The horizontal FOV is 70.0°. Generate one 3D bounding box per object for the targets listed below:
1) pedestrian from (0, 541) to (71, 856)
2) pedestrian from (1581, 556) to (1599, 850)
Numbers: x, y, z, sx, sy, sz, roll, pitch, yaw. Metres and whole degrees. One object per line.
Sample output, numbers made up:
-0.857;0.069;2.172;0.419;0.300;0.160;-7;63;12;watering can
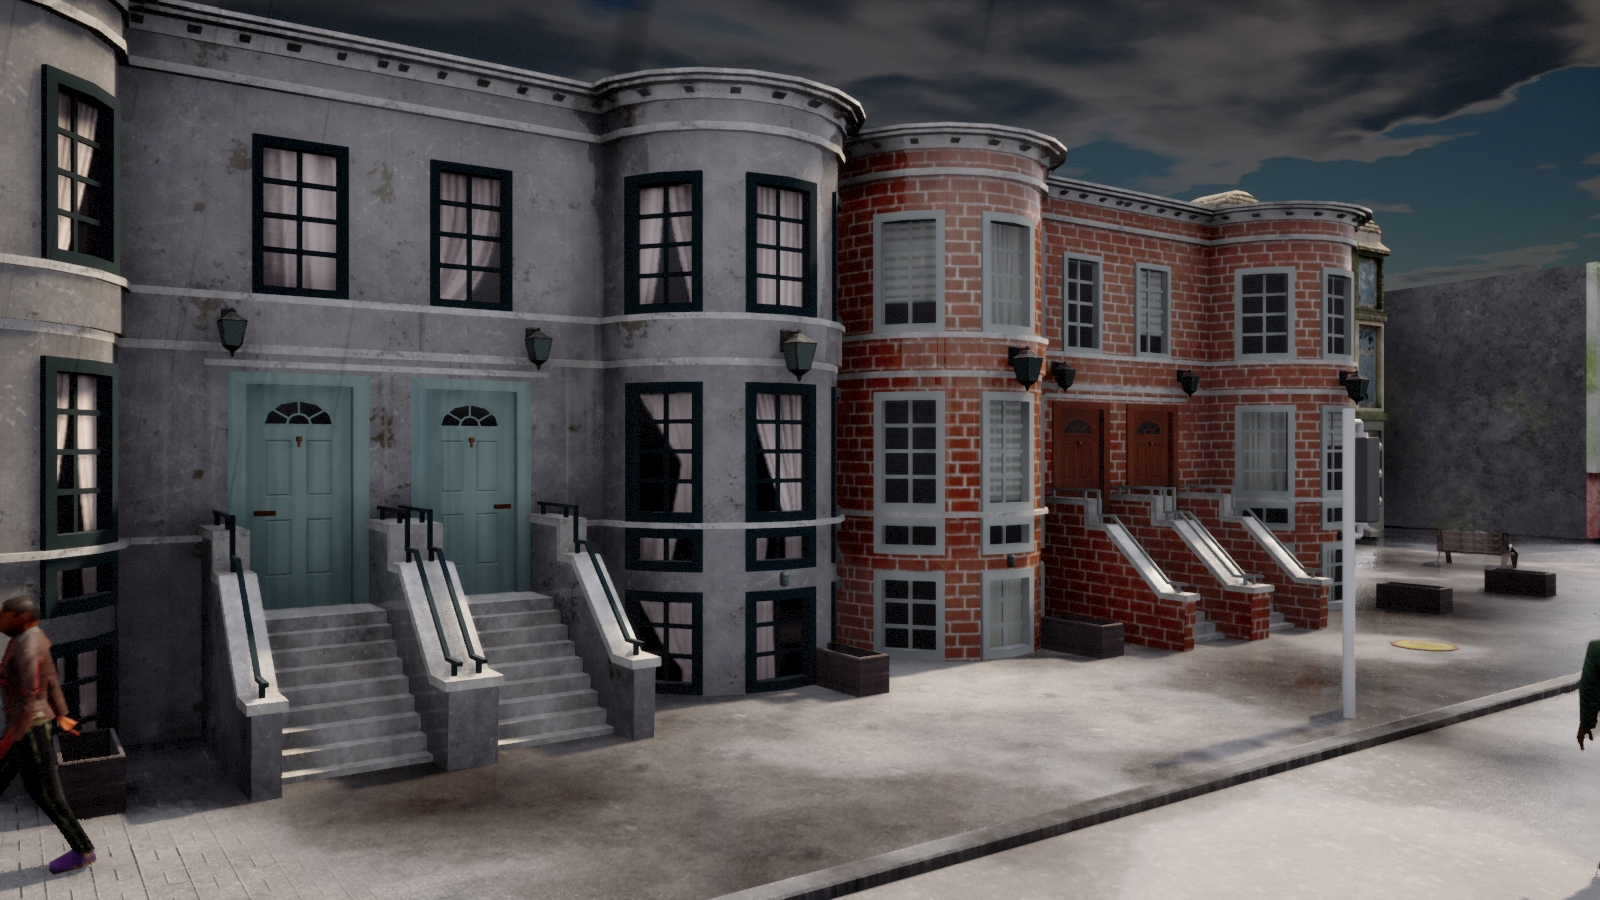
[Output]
-4.801;1.524;7.160;0.375;1.860;0.375;0;0;-35;pedestrian
5.320;1.628;7.331;0.375;1.860;0.375;0;0;-27;pedestrian
